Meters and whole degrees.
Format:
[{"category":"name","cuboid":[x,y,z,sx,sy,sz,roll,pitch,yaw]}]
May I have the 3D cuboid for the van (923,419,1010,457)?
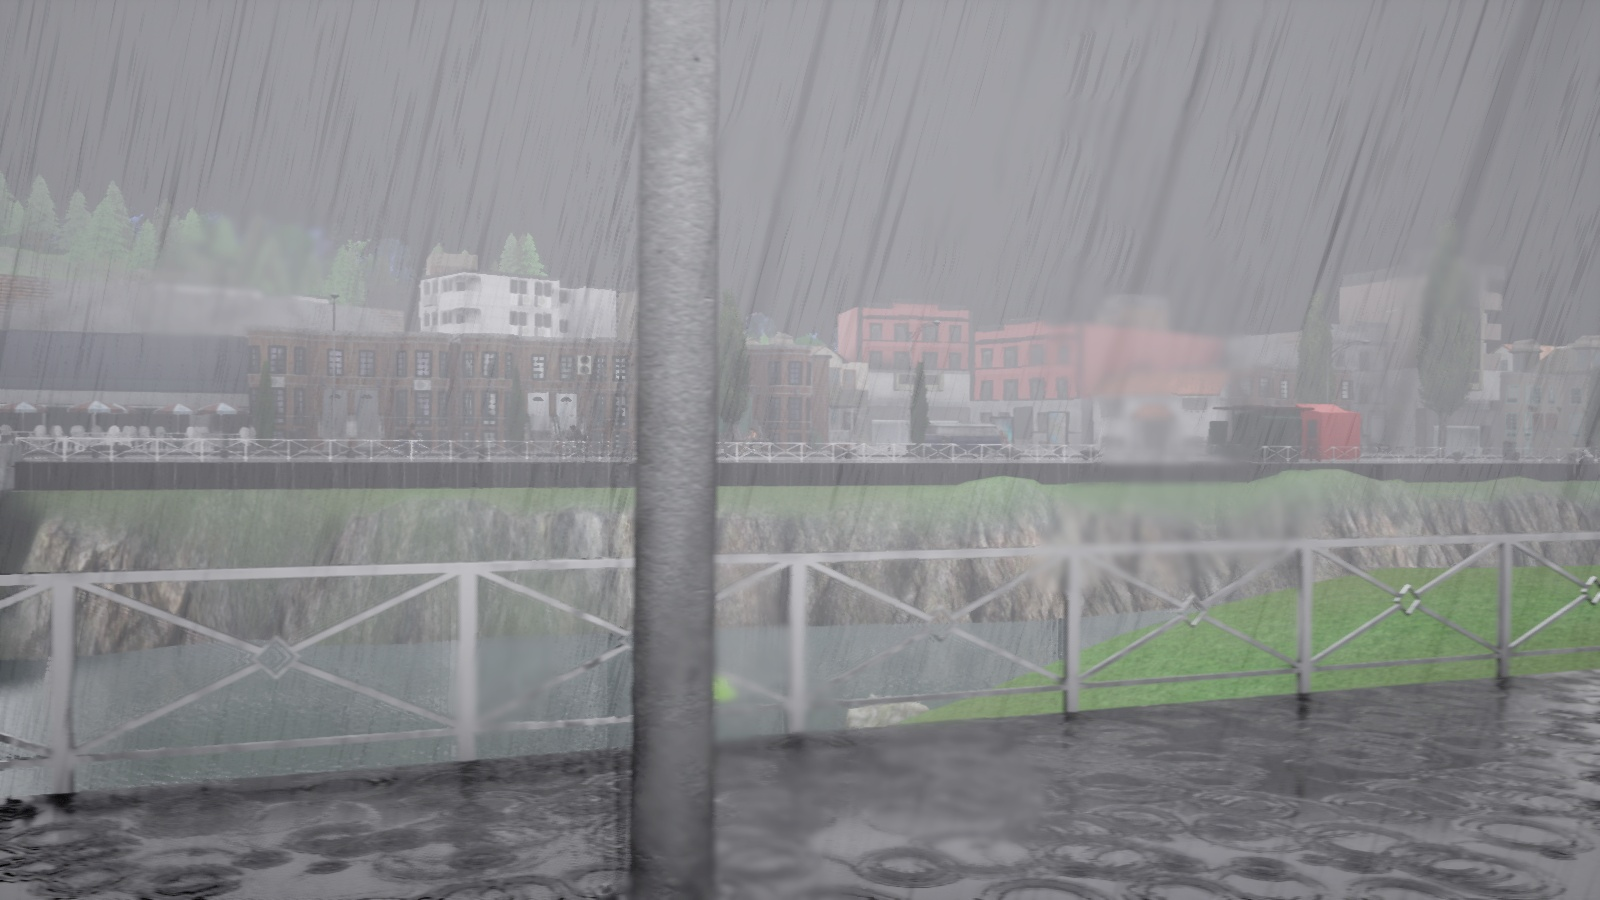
[{"category":"van","cuboid":[9.140,-0.670,68.951,4.442,1.987,1.775,-1,1,-21]}]
